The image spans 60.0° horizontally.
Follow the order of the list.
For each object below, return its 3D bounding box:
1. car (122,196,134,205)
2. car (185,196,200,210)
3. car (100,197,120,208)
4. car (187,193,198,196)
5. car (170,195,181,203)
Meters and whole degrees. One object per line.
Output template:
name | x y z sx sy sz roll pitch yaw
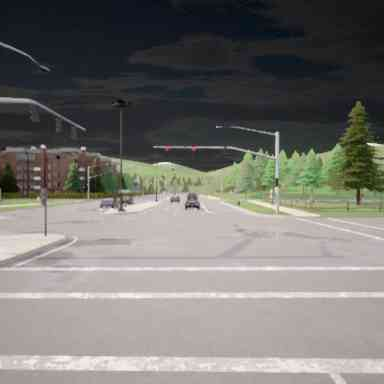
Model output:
car | -11.498 1.451 58.176 1.882 1.535 5.008 0 0 1
car | 0.039 1.581 43.470 1.895 1.301 4.718 0 0 0
car | -11.539 1.504 46.686 1.812 1.442 4.674 0 0 0
car | 0.062 1.190 68.905 2.150 2.045 5.566 0 0 0
car | -3.438 1.460 68.877 2.128 1.511 4.902 0 0 0
